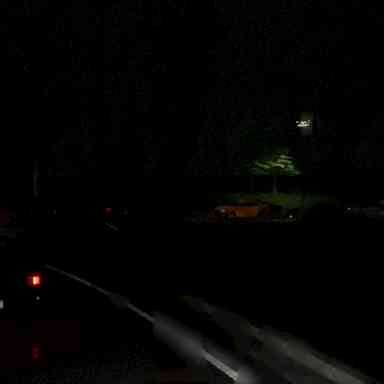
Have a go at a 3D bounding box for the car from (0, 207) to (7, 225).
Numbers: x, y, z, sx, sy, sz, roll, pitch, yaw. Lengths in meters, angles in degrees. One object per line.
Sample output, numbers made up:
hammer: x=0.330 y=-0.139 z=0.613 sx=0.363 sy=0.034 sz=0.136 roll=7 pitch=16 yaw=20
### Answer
car: x=-11.697 y=1.561 z=21.920 sx=4.181 sy=1.385 sz=1.994 roll=0 pitch=0 yaw=-23

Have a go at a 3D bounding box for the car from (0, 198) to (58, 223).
car: x=-12.638 y=1.349 z=25.321 sx=4.553 sy=1.767 sz=2.097 roll=0 pitch=0 yaw=-23

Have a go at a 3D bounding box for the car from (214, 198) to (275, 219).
car: x=4.297 y=1.474 z=28.583 sx=5.008 sy=1.535 sz=1.882 roll=0 pitch=0 yaw=-23

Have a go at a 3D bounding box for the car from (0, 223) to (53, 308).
car: x=-4.744 y=1.600 z=7.190 sx=1.895 sy=1.301 sz=4.718 roll=0 pitch=0 yaw=-41

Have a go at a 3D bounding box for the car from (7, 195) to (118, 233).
car: x=-7.581 y=1.222 z=19.843 sx=5.566 sy=2.045 sz=2.150 roll=0 pitch=0 yaw=-23

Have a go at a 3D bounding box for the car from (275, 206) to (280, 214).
car: x=6.555 y=1.597 z=33.315 sx=4.718 sy=1.301 sz=1.895 roll=0 pitch=0 yaw=-23

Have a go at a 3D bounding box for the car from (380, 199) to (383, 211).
car: x=23.026 y=1.560 z=36.367 sx=4.181 sy=1.385 sz=1.994 roll=0 pitch=0 yaw=-22

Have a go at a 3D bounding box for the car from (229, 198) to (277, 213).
car: x=6.839 y=1.474 z=37.224 sx=5.008 sy=1.535 sz=1.882 roll=0 pitch=0 yaw=-23

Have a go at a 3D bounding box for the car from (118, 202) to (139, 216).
car: x=-7.531 y=1.597 z=31.240 sx=4.718 sy=1.301 sz=1.895 roll=0 pitch=0 yaw=-23

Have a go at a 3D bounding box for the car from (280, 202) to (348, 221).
car: x=10.263 y=1.544 z=27.277 sx=5.357 sy=1.411 sz=2.033 roll=0 pitch=0 yaw=-23
